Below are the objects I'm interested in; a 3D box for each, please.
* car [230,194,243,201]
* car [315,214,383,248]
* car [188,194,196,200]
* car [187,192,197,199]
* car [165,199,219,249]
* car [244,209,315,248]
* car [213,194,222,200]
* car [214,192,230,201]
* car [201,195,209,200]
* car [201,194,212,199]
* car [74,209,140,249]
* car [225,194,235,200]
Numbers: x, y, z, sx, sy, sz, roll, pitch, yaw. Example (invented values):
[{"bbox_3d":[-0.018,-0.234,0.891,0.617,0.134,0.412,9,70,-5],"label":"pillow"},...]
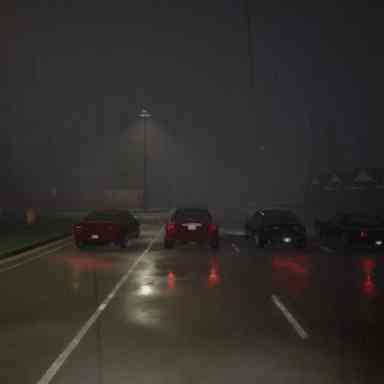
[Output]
[{"bbox_3d":[10.500,1.237,77.812,2.097,1.767,4.553,0,0,0],"label":"car"},{"bbox_3d":[7.000,1.614,14.680,1.895,1.301,4.718,0,0,0],"label":"car"},{"bbox_3d":[0.000,1.371,91.592,2.128,1.511,4.902,0,0,0],"label":"car"},{"bbox_3d":[0.000,1.107,77.872,2.150,2.045,5.566,0,0,0],"label":"car"},{"bbox_3d":[0.000,1.363,14.620,2.097,1.767,4.553,0,0,0],"label":"car"},{"bbox_3d":[3.500,1.514,14.650,1.837,1.490,4.892,0,0,0],"label":"car"},{"bbox_3d":[7.000,1.371,91.592,2.128,1.511,4.902,0,0,0],"label":"car"},{"bbox_3d":[7.000,1.107,77.872,2.150,2.045,5.566,0,0,0],"label":"car"},{"bbox_3d":[3.500,1.399,91.592,1.994,1.385,4.181,0,0,0],"label":"car"},{"bbox_3d":[3.500,1.252,78.192,2.097,1.767,4.553,0,0,0],"label":"car"},{"bbox_3d":[-3.536,1.482,14.650,1.882,1.535,5.008,0,0,0],"label":"car"},{"bbox_3d":[10.500,1.386,91.592,2.033,1.411,5.357,0,0,0],"label":"car"}]
